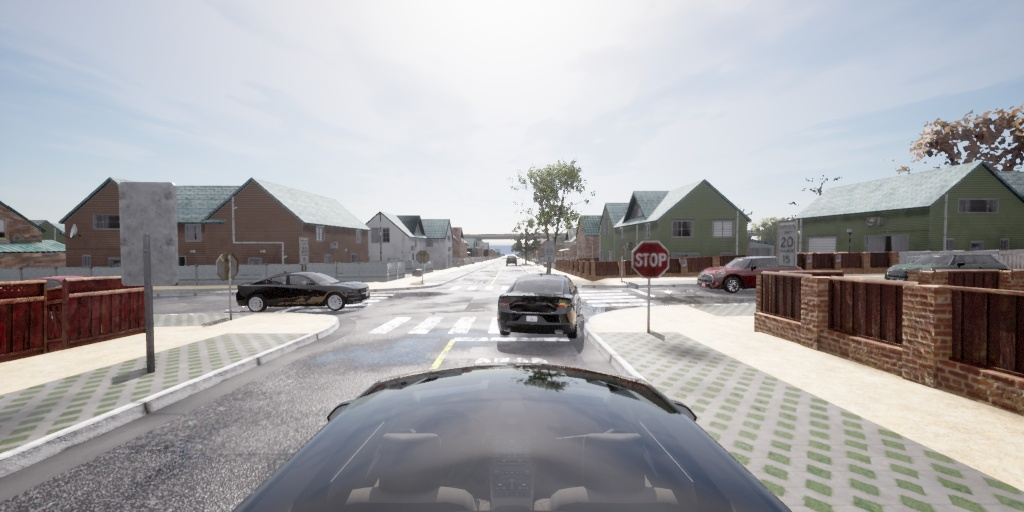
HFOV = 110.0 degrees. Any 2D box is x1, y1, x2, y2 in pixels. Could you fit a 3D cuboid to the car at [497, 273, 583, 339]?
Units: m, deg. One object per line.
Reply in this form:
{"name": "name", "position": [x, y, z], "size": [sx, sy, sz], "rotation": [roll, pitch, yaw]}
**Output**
{"name": "car", "position": [0.948, 1.224, 10.270], "size": [1.882, 1.535, 5.008], "rotation": [0, 0, 12]}

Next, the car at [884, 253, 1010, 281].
{"name": "car", "position": [21.683, 0.645, 17.976], "size": [4.553, 1.767, 2.097], "rotation": [-1, 2, 0]}

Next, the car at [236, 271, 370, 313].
{"name": "car", "position": [-8.484, 1.376, 14.786], "size": [5.008, 1.535, 1.882], "rotation": [-1, 2, 0]}

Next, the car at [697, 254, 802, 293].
{"name": "car", "position": [11.788, 0.820, 17.893], "size": [4.553, 1.767, 2.097], "rotation": [-1, 2, 0]}

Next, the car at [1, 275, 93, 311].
{"name": "car", "position": [-18.036, 1.546, 14.712], "size": [5.008, 1.535, 1.882], "rotation": [-1, 2, 0]}
